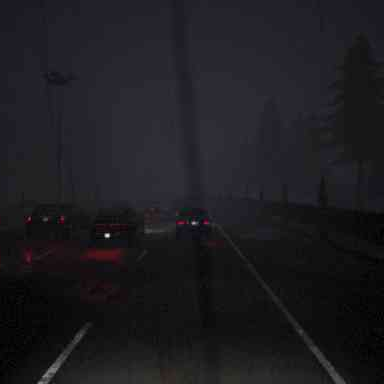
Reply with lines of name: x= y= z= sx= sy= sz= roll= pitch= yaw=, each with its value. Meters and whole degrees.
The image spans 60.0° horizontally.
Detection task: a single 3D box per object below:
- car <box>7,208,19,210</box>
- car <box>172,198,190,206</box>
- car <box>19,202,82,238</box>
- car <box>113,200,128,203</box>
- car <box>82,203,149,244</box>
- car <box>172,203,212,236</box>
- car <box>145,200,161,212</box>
car: x=-14.425 y=1.527 z=29.030 sx=1.994 sy=1.385 sz=4.181 roll=0 pitch=0 yaw=-3
car: x=-1.331 y=1.428 z=39.916 sx=1.882 sy=1.535 sz=5.008 roll=0 pitch=0 yaw=-8
car: x=-6.914 y=1.329 z=17.803 sx=2.097 sy=1.767 sz=4.553 roll=0 pitch=0 yaw=0
car: x=-7.943 y=1.555 z=36.955 sx=1.895 sy=1.301 sz=4.718 roll=0 pitch=0 yaw=-8
car: x=-3.412 y=1.485 z=15.809 sx=1.837 sy=1.490 sz=4.892 roll=0 pitch=0 yaw=0
car: x=0.086 y=1.525 z=18.177 sx=2.033 sy=1.411 sz=5.357 roll=0 pitch=0 yaw=0
car: x=-4.422 y=1.555 z=36.951 sx=1.895 sy=1.301 sz=4.718 roll=0 pitch=0 yaw=-7
